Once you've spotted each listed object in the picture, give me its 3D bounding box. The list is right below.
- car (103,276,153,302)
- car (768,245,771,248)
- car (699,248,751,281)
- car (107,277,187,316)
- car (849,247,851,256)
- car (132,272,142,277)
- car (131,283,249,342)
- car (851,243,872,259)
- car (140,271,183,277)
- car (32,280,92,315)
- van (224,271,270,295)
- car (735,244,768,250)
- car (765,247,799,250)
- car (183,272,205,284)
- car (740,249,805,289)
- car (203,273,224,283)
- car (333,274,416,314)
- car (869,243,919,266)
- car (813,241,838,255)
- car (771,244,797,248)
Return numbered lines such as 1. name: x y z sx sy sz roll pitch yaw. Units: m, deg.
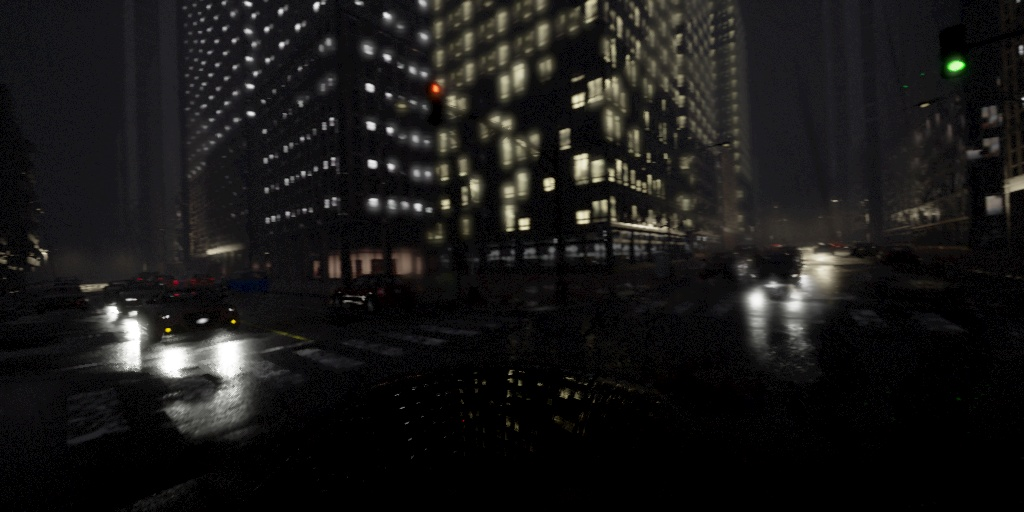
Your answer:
1. car: -26.327 2.373 24.425 4.902 1.511 2.128 -3 -1 39
2. car: 36.615 -0.762 50.911 1.888 1.381 4.507 0 0 39
3. car: 12.131 0.496 20.552 1.967 1.591 4.097 0 0 39
4. car: -18.236 2.011 17.840 4.902 1.511 2.128 -3 -1 39
5. car: 36.176 -0.656 37.025 1.948 1.339 4.313 0 0 39
6. car: -41.616 2.831 40.945 5.566 2.045 2.150 -3 -1 38
7. car: -10.385 1.734 11.458 4.181 1.385 1.994 -3 -1 38
8. car: 32.784 -0.502 32.818 1.751 1.417 4.829 0 0 39
9. car: -34.211 2.628 34.936 4.553 1.767 2.097 -3 -1 39
10. car: -24.371 2.313 19.501 4.403 1.370 2.007 0 0 39
11. van: -19.091 1.971 26.008 3.998 1.789 1.690 0 0 39
12. car: 19.126 -0.018 29.226 2.192 1.841 5.009 0 0 39
13. car: 18.397 0.326 24.234 1.895 1.301 4.718 -3 0 39
14. car: -33.230 2.622 38.019 4.553 1.767 2.097 -3 -1 39
15. car: 12.175 0.619 16.526 2.033 1.411 5.357 -3 0 39
16. car: -23.473 2.377 29.567 4.403 1.370 2.007 0 0 39
17. car: -5.945 1.484 15.331 4.097 1.591 1.967 0 0 39
18. car: 25.678 -0.056 24.008 1.802 1.307 4.207 0 0 39
19. car: 39.486 -0.862 45.415 1.994 1.385 4.181 -3 0 39
20. car: 24.717 -0.149 32.062 1.882 1.535 5.008 -3 0 39
